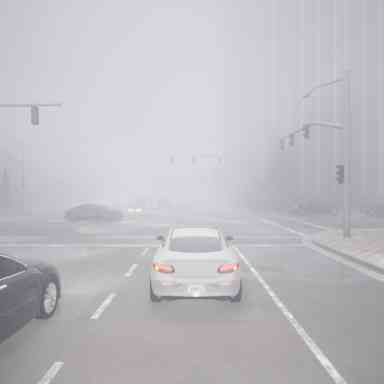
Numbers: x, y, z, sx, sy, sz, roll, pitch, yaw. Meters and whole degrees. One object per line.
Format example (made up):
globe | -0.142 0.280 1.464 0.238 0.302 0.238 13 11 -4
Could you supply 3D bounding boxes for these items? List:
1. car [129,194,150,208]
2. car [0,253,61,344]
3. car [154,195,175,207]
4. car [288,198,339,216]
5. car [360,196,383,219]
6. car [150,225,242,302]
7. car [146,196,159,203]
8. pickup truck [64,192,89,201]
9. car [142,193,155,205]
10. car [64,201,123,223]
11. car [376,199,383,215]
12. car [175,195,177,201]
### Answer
car | -7.825 1.491 47.883 2.128 1.511 4.902 0 0 -1
car | -3.436 1.505 4.472 1.837 1.490 4.892 0 0 0
car | -4.145 1.547 51.241 2.033 1.411 5.357 0 0 -1
car | 11.769 1.352 32.417 4.553 1.767 2.097 0 0 0
car | 17.708 1.221 28.962 5.566 2.045 2.150 0 0 0
car | 0.077 1.526 8.122 1.812 1.442 4.674 0 0 0
car | -8.018 1.564 67.894 1.994 1.385 4.181 0 0 0
pickup truck | -24.665 1.058 70.172 2.390 2.098 6.274 0 0 30
car | -7.949 1.221 57.775 2.150 2.045 5.566 0 0 -1
car | -7.374 1.564 25.071 4.181 1.385 1.994 0 0 0
car | 20.994 1.478 32.484 5.008 1.535 1.882 0 0 0
car | -4.750 1.524 84.967 1.812 1.442 4.674 0 0 -1
